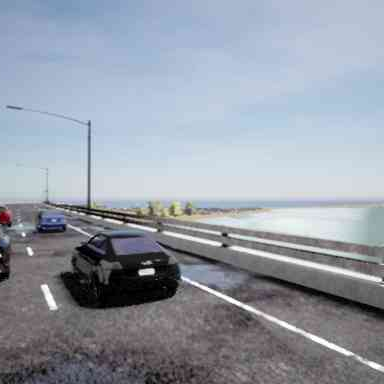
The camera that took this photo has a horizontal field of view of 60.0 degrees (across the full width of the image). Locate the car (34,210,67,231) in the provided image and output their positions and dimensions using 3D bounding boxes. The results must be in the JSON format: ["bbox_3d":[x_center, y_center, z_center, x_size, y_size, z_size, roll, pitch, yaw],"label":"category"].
[{"bbox_3d":[-10.298,1.981,24.156,2.033,1.411,5.357,1,-1,-28],"label":"car"}]

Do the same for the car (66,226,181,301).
[{"bbox_3d":[-1.956,1.733,8.992,1.994,1.385,4.181,1,-1,-29],"label":"car"}]

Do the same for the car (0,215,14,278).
[{"bbox_3d":[-6.626,1.681,10.215,1.837,1.490,4.892,1,-1,-29],"label":"car"}]

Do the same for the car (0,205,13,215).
[{"bbox_3d":[-15.749,1.820,26.892,2.097,1.767,4.553,1,-1,-28],"label":"car"}]
